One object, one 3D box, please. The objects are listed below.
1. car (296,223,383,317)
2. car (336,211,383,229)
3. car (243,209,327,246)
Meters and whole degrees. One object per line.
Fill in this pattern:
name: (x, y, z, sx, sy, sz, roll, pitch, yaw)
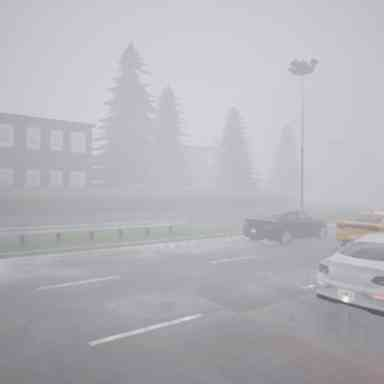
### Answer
car: (4.458, 1.578, 7.011, 4.674, 1.442, 1.812, 1, 0, -37)
car: (8.086, 1.580, 14.375, 5.008, 1.535, 1.882, 1, 0, -41)
car: (4.587, 1.566, 15.988, 5.008, 1.535, 1.882, 1, 0, -39)
